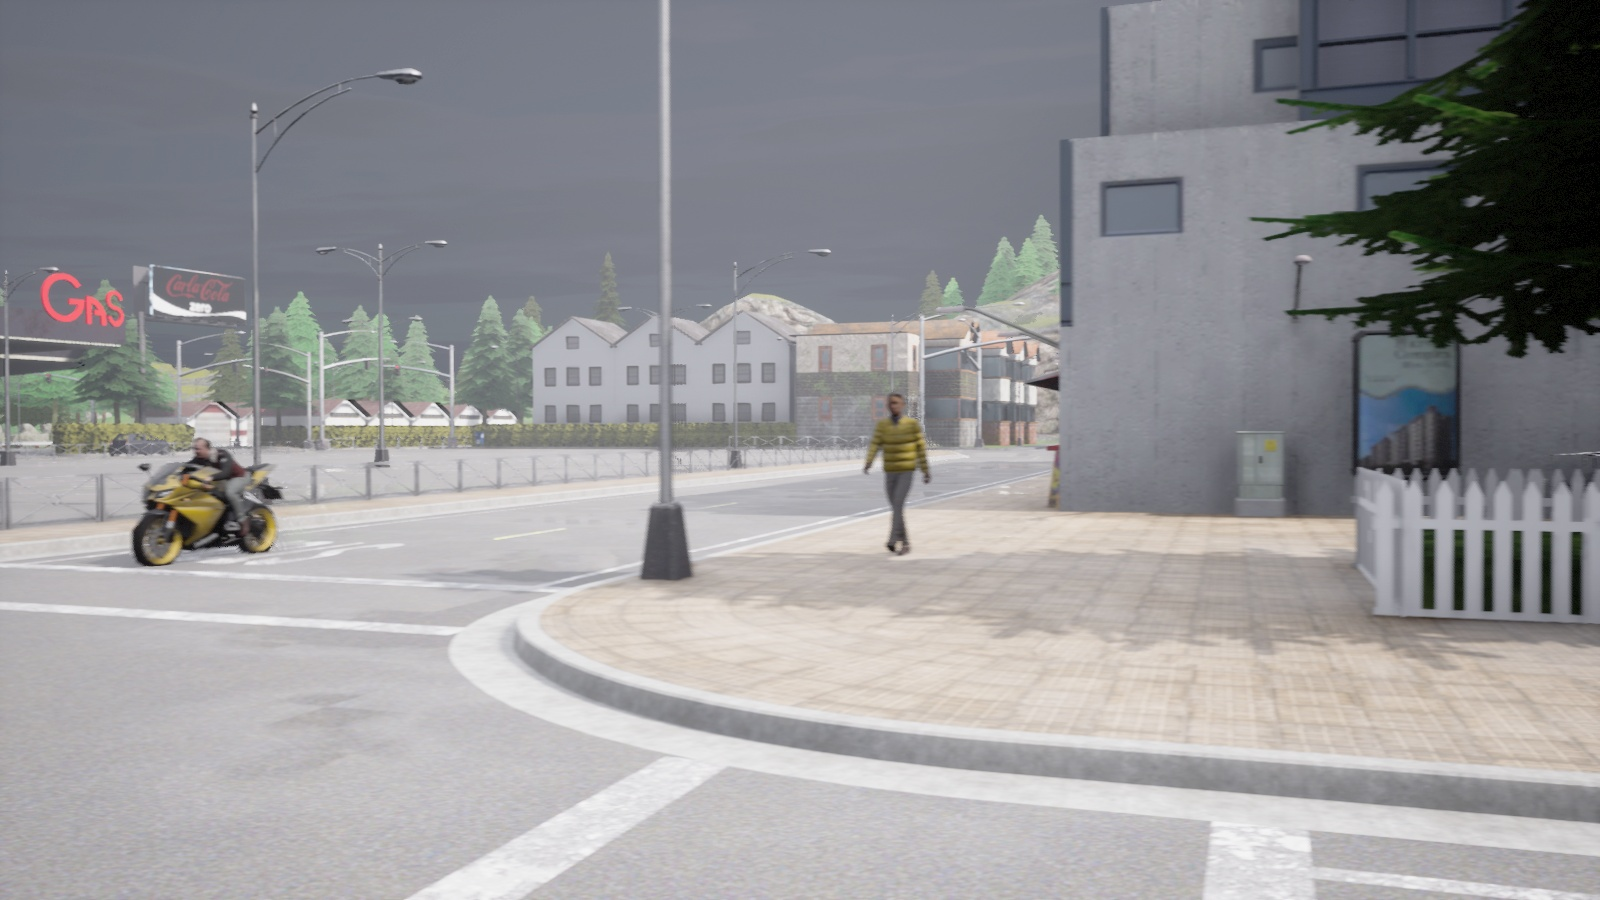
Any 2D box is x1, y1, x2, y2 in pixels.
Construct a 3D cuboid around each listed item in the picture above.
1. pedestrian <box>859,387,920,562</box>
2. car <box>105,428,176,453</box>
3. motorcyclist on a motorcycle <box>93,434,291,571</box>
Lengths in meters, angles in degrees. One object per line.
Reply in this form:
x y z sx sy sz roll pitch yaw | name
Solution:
0.979 0.253 13.677 0.431 1.840 0.709 1 1 24 | pedestrian
-41.153 -0.585 78.383 1.845 1.501 3.633 1 1 19 | car
-7.325 0.571 15.272 0.866 1.530 2.191 1 1 19 | motorcyclist on a motorcycle
